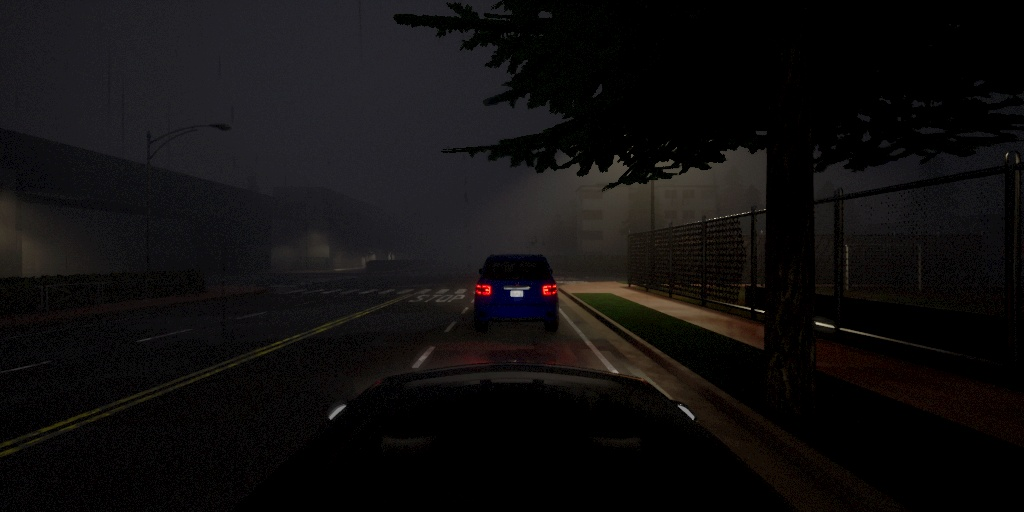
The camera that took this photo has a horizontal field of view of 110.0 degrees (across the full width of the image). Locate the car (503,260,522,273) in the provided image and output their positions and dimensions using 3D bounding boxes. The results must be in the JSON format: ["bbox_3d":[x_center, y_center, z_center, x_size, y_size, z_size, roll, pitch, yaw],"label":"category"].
[{"bbox_3d":[0.055,1.242,44.274,2.128,1.511,4.902,0,0,0],"label":"car"}]

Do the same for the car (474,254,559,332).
[{"bbox_3d":[0.119,0.972,11.021,2.150,2.045,5.566,0,0,0],"label":"car"}]
